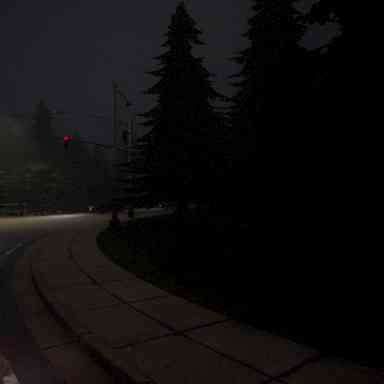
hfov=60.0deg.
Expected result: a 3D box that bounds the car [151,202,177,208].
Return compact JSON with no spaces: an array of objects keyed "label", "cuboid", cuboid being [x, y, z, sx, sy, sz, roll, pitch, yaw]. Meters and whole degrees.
[{"label":"car","cuboid":[-4.014,1.353,46.602,2.097,1.767,4.553,0,0,28]}]

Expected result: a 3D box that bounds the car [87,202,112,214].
[{"label":"car","cuboid":[-9.297,1.492,36.270,2.128,1.511,4.902,0,0,26]}]
